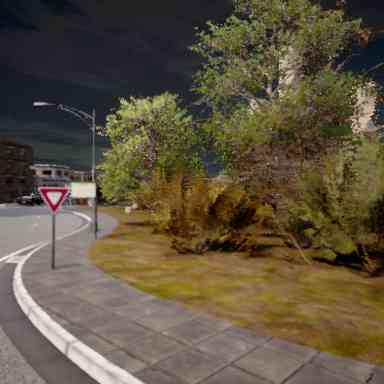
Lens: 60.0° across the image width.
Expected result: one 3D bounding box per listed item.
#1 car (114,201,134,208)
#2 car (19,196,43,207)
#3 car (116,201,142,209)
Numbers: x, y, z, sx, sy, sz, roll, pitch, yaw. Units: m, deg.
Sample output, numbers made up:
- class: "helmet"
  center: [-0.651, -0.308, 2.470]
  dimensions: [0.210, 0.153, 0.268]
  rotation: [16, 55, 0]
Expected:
- class: "car"
  center: [-13.911, 2.734, 69.591]
  dimensions: [4.892, 1.521, 2.231]
  rotation: [1, -4, 4]
- class: "car"
  center: [-23.288, 1.305, 48.224]
  dimensions: [1.882, 1.535, 5.008]
  rotation: [1, -1, -5]
- class: "car"
  center: [-13.702, 2.910, 72.332]
  dimensions: [5.008, 1.535, 2.097]
  rotation: [1, -4, 4]
